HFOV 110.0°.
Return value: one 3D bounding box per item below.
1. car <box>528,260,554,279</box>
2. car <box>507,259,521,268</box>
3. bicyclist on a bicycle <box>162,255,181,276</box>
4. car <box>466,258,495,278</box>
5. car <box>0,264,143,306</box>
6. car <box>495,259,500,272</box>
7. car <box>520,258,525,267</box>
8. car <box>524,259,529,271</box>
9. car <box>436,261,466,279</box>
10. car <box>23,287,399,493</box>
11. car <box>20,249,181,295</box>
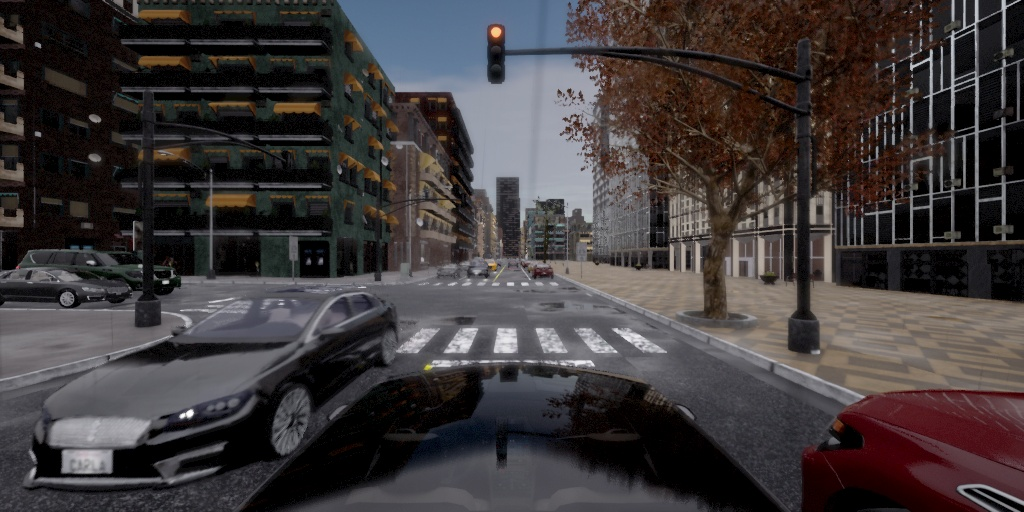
[{"bbox_3d":[2.739,1.307,32.333,1.888,1.381,4.507,0,0,0],"label":"car"},{"bbox_3d":[0.199,1.289,63.479,2.128,1.511,4.902,0,0,0],"label":"car"},{"bbox_3d":[-23.133,0.761,24.218,0.582,1.620,1.656,1,0,0],"label":"bicyclist on a bicycle"},{"bbox_3d":[-3.043,1.255,33.632,2.128,1.511,4.902,0,0,1],"label":"car"},{"bbox_3d":[-16.417,1.091,12.947,4.403,1.370,2.007,0,0,0],"label":"car"},{"bbox_3d":[-3.025,1.255,47.700,1.882,1.535,5.008,0,0,0],"label":"car"},{"bbox_3d":[2.783,1.375,59.995,1.802,1.307,4.207,0,0,0],"label":"car"},{"bbox_3d":[2.757,1.298,43.568,1.751,1.417,4.829,0,0,0],"label":"car"},{"bbox_3d":[-5.641,1.313,32.346,2.007,1.370,4.403,0,0,0],"label":"car"},{"bbox_3d":[-3.096,1.242,5.068,2.128,1.511,4.902,0,0,0],"label":"car"},{"bbox_3d":[-17.766,0.747,15.531,5.566,2.045,2.150,1,0,0],"label":"car"}]
